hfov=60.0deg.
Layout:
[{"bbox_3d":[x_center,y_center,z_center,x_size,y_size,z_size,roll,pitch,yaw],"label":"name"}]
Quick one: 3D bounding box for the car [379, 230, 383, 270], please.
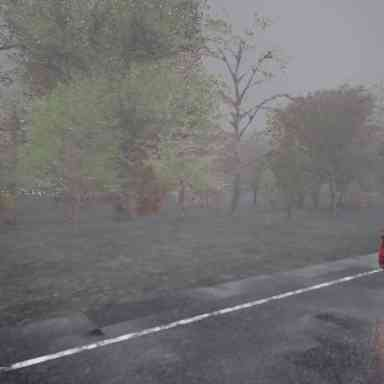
[{"bbox_3d":[7.054,1.258,8.581,5.566,2.045,2.150,0,0,-35],"label":"car"}]
